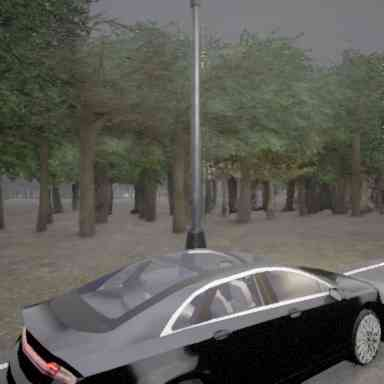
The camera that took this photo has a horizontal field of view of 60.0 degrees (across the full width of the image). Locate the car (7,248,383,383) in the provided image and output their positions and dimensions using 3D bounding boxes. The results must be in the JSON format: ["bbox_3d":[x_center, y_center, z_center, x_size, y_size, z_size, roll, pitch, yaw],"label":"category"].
[{"bbox_3d":[0.522,1.482,4.116,4.902,1.511,2.128,0,0,-36],"label":"car"}]
